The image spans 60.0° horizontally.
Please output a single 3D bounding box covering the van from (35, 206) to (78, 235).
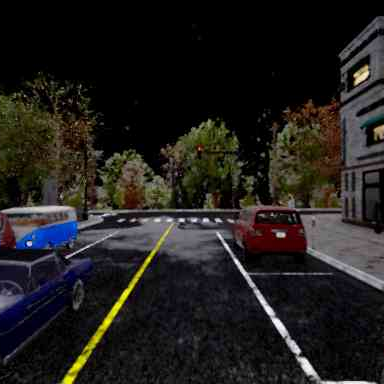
[{"bbox_3d":[-5.689,1.445,12.552,1.690,1.788,3.998,1,0,0],"label":"van"}]

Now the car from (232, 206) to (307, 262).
[{"bbox_3d":[2.718,1.420,12.563,2.192,1.841,5.009,1,0,0],"label":"car"}]

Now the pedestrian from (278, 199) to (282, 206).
[{"bbox_3d":[7.139,1.429,26.978,0.375,1.860,0.375,1,-1,0],"label":"pedestrian"}]

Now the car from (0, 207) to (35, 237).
[{"bbox_3d":[-5.676,1.374,7.010,2.192,1.841,5.009,1,0,0],"label":"car"}]

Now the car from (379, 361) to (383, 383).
[{"bbox_3d":[2.701,1.454,1.477,1.967,1.590,4.097,1,0,0],"label":"car"}]

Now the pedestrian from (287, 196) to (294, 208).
[{"bbox_3d":[8.139,1.267,27.581,0.375,1.860,0.375,1,-1,0],"label":"pedestrian"}]

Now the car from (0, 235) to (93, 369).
[{"bbox_3d":[-3.098,1.644,5.082,1.895,1.301,4.718,0,0,0],"label":"car"}]
